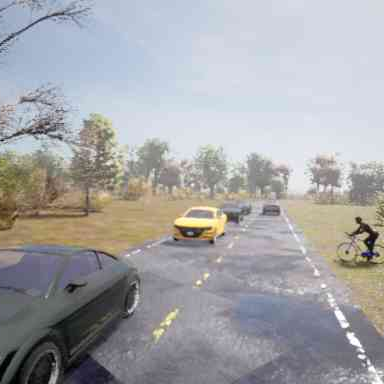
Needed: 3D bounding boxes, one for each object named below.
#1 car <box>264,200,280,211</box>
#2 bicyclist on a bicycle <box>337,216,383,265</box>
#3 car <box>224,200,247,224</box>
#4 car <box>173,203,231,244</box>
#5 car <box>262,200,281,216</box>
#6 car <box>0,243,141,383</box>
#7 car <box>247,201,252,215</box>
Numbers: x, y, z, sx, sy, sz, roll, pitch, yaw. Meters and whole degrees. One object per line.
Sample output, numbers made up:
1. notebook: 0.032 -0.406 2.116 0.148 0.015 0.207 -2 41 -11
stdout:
1. car: 11.688 1.929 48.713 2.033 1.411 5.357 2 0 14
2. bicyclist on a bicycle: 5.896 1.671 11.504 1.656 1.620 0.582 2 0 14
3. car: 3.003 1.559 26.427 1.882 1.535 5.008 2 0 13
4. car: 0.518 1.477 16.244 1.882 1.535 5.008 2 0 14
5. car: 9.022 1.789 37.726 2.128 1.511 4.902 2 0 14
6. car: -2.200 1.473 4.674 1.994 1.385 4.181 2 0 11
7. car: 5.488 1.654 36.499 2.128 1.511 4.902 2 0 14
